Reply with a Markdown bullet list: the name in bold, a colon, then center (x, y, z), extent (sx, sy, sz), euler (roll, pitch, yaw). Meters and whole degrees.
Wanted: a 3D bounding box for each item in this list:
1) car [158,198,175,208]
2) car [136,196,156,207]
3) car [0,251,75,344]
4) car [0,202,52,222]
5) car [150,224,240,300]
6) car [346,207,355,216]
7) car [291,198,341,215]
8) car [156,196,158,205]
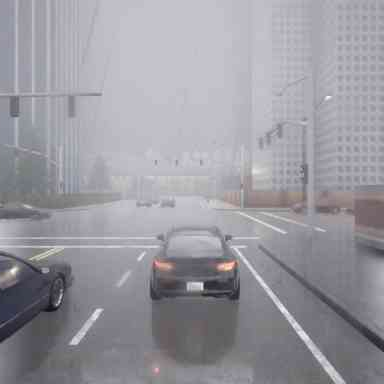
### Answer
- **car**: center (-3.428, 1.547, 48.903), extent (2.033, 1.411, 5.357), euler (0, 0, 0)
- **car**: center (-7.158, 1.491, 50.214), extent (2.128, 1.511, 4.902), euler (0, 0, 0)
- **car**: center (-3.447, 1.547, 4.665), extent (2.033, 1.411, 5.357), euler (0, 0, 0)
- **car**: center (-13.379, 1.525, 25.949), extent (4.674, 1.442, 1.812), euler (0, 0, -1)
- **car**: center (0.067, 1.526, 8.262), extent (1.812, 1.442, 4.674), euler (0, 0, 0)
- **car**: center (16.846, 1.547, 29.953), extent (5.357, 1.411, 2.033), euler (0, 0, 0)
- **car**: center (12.371, 1.352, 33.470), extent (4.553, 1.767, 2.097), euler (0, 0, 0)
- **car**: center (-7.145, 1.491, 60.276), extent (2.128, 1.511, 4.902), euler (0, 0, 0)
